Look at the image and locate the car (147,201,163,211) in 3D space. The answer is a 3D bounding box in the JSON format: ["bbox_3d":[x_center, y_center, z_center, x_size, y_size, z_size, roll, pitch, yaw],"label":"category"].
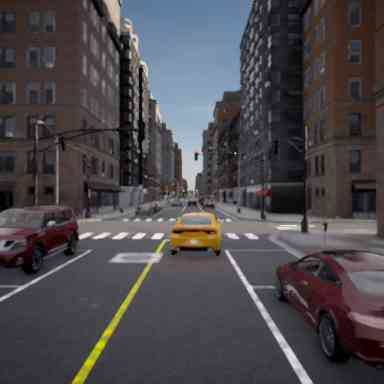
[{"bbox_3d":[-5.344,1.989,48.331,1.752,1.417,4.829,0,-1,0],"label":"car"}]

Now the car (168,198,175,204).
[{"bbox_3d":[-5.310,2.340,86.506,1.752,1.417,4.829,0,-1,0],"label":"car"}]

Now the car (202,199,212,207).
[{"bbox_3d":[3.081,2.144,67.625,1.837,1.490,4.892,0,-1,0],"label":"car"}]

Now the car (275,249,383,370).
[{"bbox_3d":[2.643,1.638,5.702,1.802,1.307,4.206,0,-1,0],"label":"car"}]

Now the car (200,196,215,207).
[{"bbox_3d":[2.686,1.955,53.941,1.967,1.590,4.097,0,-1,0],"label":"car"}]

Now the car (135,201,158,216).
[{"bbox_3d":[-5.353,1.913,37.593,2.008,1.369,4.403,0,-1,0],"label":"car"}]

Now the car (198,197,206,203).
[{"bbox_3d":[2.718,2.183,92.121,2.192,1.841,5.009,0,-1,0],"label":"car"}]

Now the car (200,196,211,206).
[{"bbox_3d":[3.048,1.932,74.657,2.150,2.045,5.566,0,-1,0],"label":"car"}]

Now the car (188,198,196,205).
[{"bbox_3d":[0.069,2.161,77.203,1.882,1.535,5.008,0,-1,0],"label":"car"}]

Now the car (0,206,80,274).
[{"bbox_3d":[-5.377,1.424,11.133,2.192,1.841,5.009,0,-1,0],"label":"car"}]

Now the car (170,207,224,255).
[{"bbox_3d":[0.315,1.615,14.151,1.882,1.535,5.008,0,0,6],"label":"car"}]

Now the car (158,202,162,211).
[{"bbox_3d":[-5.349,1.959,43.047,1.887,1.381,4.507,0,-1,0],"label":"car"}]

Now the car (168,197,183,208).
[{"bbox_3d":[-2.748,2.138,60.436,1.994,1.385,4.181,0,0,1],"label":"car"}]

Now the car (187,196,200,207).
[{"bbox_3d":[0.075,2.116,64.149,1.837,1.490,4.892,0,0,0],"label":"car"}]

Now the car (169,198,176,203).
[{"bbox_3d":[-5.305,2.451,92.128,1.802,1.307,4.206,0,-1,0],"label":"car"}]
